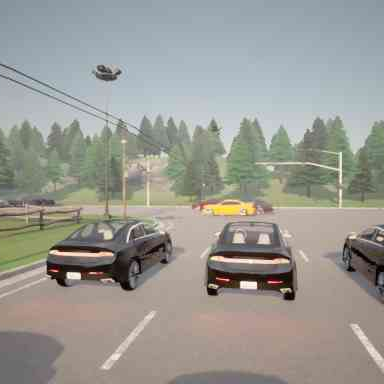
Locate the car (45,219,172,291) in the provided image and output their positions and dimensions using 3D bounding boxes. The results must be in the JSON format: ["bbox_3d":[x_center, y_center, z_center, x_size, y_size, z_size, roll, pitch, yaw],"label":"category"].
[{"bbox_3d":[-1.916,1.491,9.136,2.128,1.511,4.902,0,0,12],"label":"car"}]

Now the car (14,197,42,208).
[{"bbox_3d":[-24.792,1.491,47.921,4.902,1.511,2.128,0,0,12],"label":"car"}]

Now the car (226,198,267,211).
[{"bbox_3d":[6.814,1.504,41.448,4.892,1.490,1.837,0,0,12],"label":"car"}]

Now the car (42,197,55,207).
[{"bbox_3d":[-23.632,1.477,51.259,5.008,1.535,1.882,0,0,12],"label":"car"}]

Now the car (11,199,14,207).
[{"bbox_3d":[-27.013,1.525,44.804,4.674,1.442,1.812,0,0,12],"label":"car"}]

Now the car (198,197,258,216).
[{"bbox_3d":[3.448,1.477,31.420,5.008,1.535,1.882,0,0,12],"label":"car"}]

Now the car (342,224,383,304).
[{"bbox_3d":[4.955,1.491,7.791,2.128,1.511,4.902,0,0,12],"label":"car"}]

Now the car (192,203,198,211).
[{"bbox_3d":[2.479,1.477,38.763,5.008,1.535,1.882,0,0,12],"label":"car"}]

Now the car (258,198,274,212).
[{"bbox_3d":[5.751,1.547,34.521,5.357,1.411,2.033,0,0,12],"label":"car"}]

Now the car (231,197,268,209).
[{"bbox_3d":[7.776,1.504,44.825,4.892,1.490,1.837,0,0,12],"label":"car"}]

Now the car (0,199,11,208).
[{"bbox_3d":[-25.659,1.547,40.954,5.357,1.411,2.033,0,0,12],"label":"car"}]

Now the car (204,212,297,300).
[{"bbox_3d":[1.518,1.491,8.456,2.128,1.511,4.902,0,0,12],"label":"car"}]
